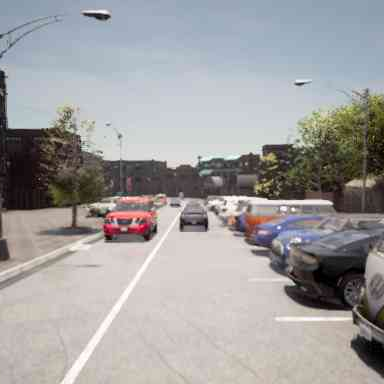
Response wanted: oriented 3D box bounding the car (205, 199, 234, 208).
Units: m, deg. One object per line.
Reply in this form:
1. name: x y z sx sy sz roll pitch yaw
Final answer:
1. car: 4.724 1.957 57.545 4.892 1.521 2.231 0 0 0

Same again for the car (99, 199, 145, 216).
1. car: -7.606 1.654 36.284 4.553 1.767 2.185 0 0 0

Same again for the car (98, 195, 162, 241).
1. car: -3.078 1.370 17.853 2.150 2.045 5.566 0 -1 0

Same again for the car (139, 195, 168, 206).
1. car: -7.574 1.696 65.692 5.566 2.045 2.435 0 0 0

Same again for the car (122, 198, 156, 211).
1. car: -7.654 1.752 48.162 4.553 1.767 2.185 0 0 0

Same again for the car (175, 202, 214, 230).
1. car: 0.127 1.680 22.798 2.128 1.511 4.902 0 -1 0

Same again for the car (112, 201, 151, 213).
1. car: -7.627 1.869 42.284 4.674 1.452 2.002 0 0 0

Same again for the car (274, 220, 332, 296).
1. car: 4.654 1.542 7.389 5.008 1.535 2.097 0 0 0

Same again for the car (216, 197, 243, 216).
1. car: 4.717 1.600 29.613 4.553 1.767 2.185 0 0 0

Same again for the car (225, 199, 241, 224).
1. car: 4.644 1.531 21.232 4.553 1.767 2.185 0 0 0

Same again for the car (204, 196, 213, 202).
1. car: 4.673 1.589 43.582 5.566 2.045 2.435 0 0 0

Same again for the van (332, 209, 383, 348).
1. van: 4.539 1.292 4.472 4.442 1.987 1.878 0 0 0

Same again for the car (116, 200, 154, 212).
1. car: -7.656 1.883 45.223 4.792 1.488 2.163 0 0 0

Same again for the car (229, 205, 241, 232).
1. car: 4.700 1.663 18.440 4.792 1.488 2.163 0 0 0

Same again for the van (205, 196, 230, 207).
1. van: 4.605 1.747 60.340 4.442 1.987 1.878 0 0 0

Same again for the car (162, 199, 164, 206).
1. car: -7.801 1.923 54.037 5.366 1.575 1.946 0 0 0

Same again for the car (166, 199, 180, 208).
1. car: -2.966 2.037 59.913 2.033 1.411 5.357 0 0 1

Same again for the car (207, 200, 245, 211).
1. car: 4.699 1.863 46.374 5.008 1.535 2.097 0 0 0

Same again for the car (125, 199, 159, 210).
1. car: -7.626 1.902 50.974 4.892 1.521 2.231 0 0 0

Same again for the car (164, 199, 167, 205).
1. car: -7.611 1.970 62.748 5.008 1.535 2.097 0 0 0

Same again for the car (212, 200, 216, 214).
1. car: 4.658 1.778 32.407 4.792 1.488 2.163 0 0 0

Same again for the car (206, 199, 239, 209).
1. car: 4.705 1.912 52.085 4.892 1.521 2.231 0 0 0

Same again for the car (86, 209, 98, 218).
1. car: -7.669 1.505 33.472 5.566 2.045 2.435 0 0 0

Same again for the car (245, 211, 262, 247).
1. car: 4.663 1.627 12.851 4.674 1.452 2.002 0 0 0

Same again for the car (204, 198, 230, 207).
1. car: 4.718 1.970 63.148 4.892 1.521 2.231 0 1 0

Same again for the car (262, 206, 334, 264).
1. car: 4.693 1.439 10.060 4.553 1.767 2.185 0 0 0

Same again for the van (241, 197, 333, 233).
1. van: 4.786 1.384 15.646 4.442 1.987 1.878 0 0 0

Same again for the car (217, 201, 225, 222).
1. car: 4.711 1.732 26.818 4.792 1.488 2.163 0 0 0

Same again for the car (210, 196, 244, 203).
1. car: 4.727 1.670 38.119 4.553 1.767 2.185 0 0 0
